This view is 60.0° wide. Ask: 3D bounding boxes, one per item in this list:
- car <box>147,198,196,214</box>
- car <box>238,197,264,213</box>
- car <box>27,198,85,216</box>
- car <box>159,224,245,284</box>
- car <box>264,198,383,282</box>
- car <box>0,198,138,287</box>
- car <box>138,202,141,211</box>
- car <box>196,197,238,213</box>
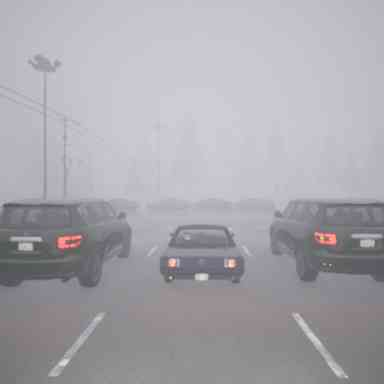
[{"bbox_3d":[-2.458,1.312,33.302,4.902,1.511,2.128,0,0,38],"label":"car"},{"bbox_3d":[6.262,1.323,34.155,1.837,1.490,4.892,1,0,-36],"label":"car"},{"bbox_3d":[-12.578,1.337,30.734,4.892,1.490,1.837,0,-1,17],"label":"car"},{"bbox_3d":[0.285,1.550,9.433,1.895,1.301,4.718,0,0,2],"label":"car"},{"bbox_3d":[3.793,1.170,9.721,2.150,2.045,5.566,0,0,2],"label":"car"},{"bbox_3d":[-3.223,1.170,9.294,2.150,2.045,5.566,0,0,2],"label":"car"},{"bbox_3d":[-7.267,1.330,32.289,4.892,1.490,1.837,0,-1,28],"label":"car"},{"bbox_3d":[1.918,1.323,33.890,1.837,1.490,4.892,1,-1,-41],"label":"car"}]
